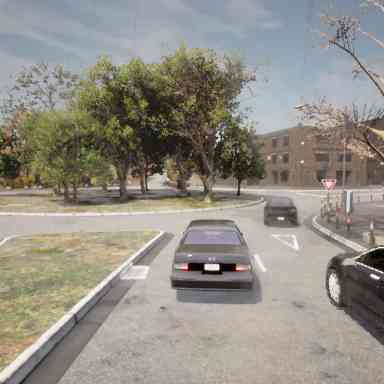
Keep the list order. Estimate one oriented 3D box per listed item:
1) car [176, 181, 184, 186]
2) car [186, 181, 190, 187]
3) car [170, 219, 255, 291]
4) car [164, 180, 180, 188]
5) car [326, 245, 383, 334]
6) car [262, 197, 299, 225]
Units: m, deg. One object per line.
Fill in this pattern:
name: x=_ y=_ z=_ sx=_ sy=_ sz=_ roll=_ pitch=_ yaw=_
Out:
car: x=-3.076 y=-2.101 z=84.104 sx=1.895 sy=1.301 sz=4.718 roll=0 pitch=1 yaw=-4
car: x=-1.623 y=-1.793 z=74.010 sx=1.895 sy=1.301 sz=4.718 roll=-1 pitch=2 yaw=-9
car: x=0.549 y=1.449 z=8.951 sx=2.033 sy=1.411 sz=5.357 roll=0 pitch=1 yaw=4
car: x=-3.977 y=-1.657 z=69.678 sx=2.033 sy=1.411 sz=5.357 roll=-1 pitch=3 yaw=-11
car: x=3.594 y=1.480 z=4.883 sx=1.837 sy=1.490 sz=4.892 roll=0 pitch=1 yaw=2
car: x=5.370 y=1.050 z=20.121 sx=1.837 sy=1.490 sz=4.892 roll=0 pitch=3 yaw=14
